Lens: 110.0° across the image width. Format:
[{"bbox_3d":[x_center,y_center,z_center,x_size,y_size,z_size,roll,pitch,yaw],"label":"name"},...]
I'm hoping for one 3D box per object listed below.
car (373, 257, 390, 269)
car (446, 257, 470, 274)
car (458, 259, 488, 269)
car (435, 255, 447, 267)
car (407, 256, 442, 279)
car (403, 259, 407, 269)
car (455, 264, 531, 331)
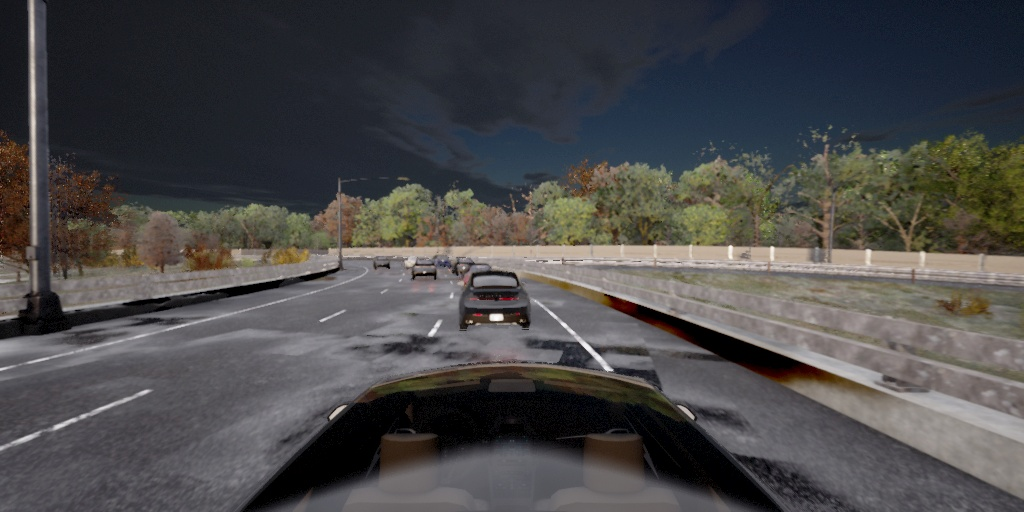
[{"bbox_3d":[-16.605,0.816,45.496,2.128,1.511,4.902,0,1,-24],"label":"car"},{"bbox_3d":[-4.412,0.931,32.460,2.128,1.511,4.902,0,1,-15],"label":"car"},{"bbox_3d":[-1.991,1.113,21.471,1.994,1.385,4.181,0,1,-10],"label":"car"},{"bbox_3d":[-9.426,0.653,46.500,2.097,1.767,4.553,0,1,-23],"label":"car"},{"bbox_3d":[-6.937,0.977,28.453,2.128,1.511,4.902,0,1,-14],"label":"car"},{"bbox_3d":[-12.355,0.852,44.541,1.812,1.442,4.674,0,1,-22],"label":"car"},{"bbox_3d":[-0.579,1.162,10.738,1.837,1.490,4.892,0,0,-5],"label":"car"}]
